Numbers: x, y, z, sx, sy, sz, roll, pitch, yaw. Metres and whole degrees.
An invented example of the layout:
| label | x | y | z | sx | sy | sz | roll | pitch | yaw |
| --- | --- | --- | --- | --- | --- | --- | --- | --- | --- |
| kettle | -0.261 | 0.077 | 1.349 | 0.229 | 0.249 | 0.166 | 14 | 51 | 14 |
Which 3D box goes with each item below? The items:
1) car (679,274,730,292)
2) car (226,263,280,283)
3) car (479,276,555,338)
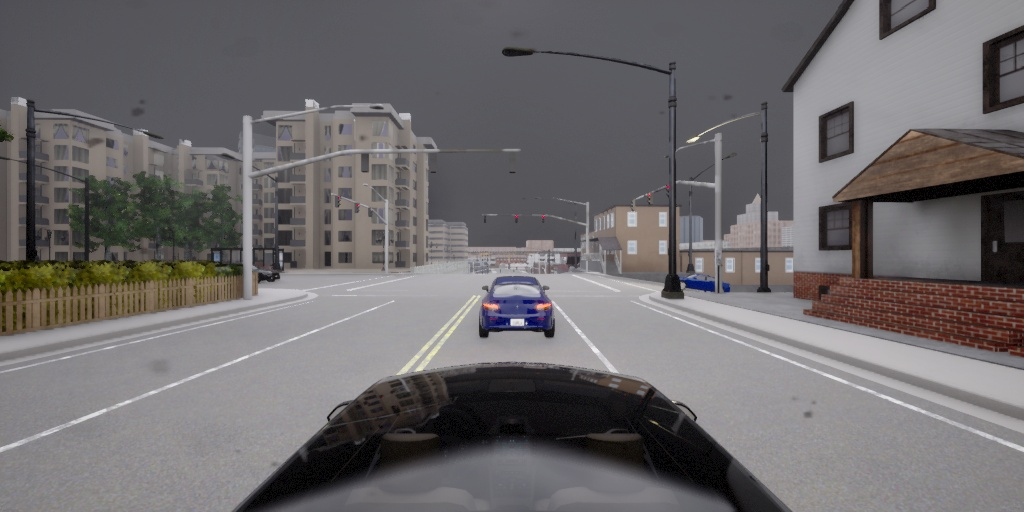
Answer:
| label | x | y | z | sx | sy | sz | roll | pitch | yaw |
| --- | --- | --- | --- | --- | --- | --- | --- | --- | --- |
| car | 15.377 | 2.209 | 29.782 | 5.008 | 1.535 | 1.882 | 9 | 0 | 1 |
| car | -19.886 | 1.255 | 26.595 | 4.892 | 1.490 | 1.837 | 0 | 0 | 1 |
| car | 0.110 | 1.276 | 10.098 | 1.812 | 1.442 | 4.674 | 0 | 0 | 0 |
